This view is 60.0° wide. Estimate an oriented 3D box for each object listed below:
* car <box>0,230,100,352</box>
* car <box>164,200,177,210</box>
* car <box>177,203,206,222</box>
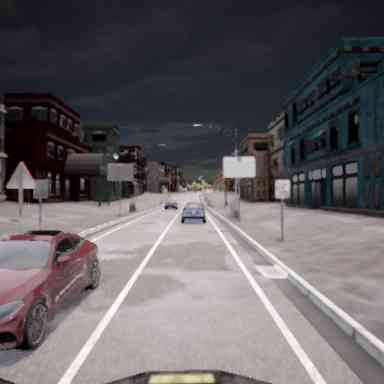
[{"bbox_3d":[-3.095,1.509,6.296,1.812,1.442,4.674,0,0,0],"label":"car"},{"bbox_3d":[-3.036,1.868,49.031,2.033,1.411,5.357,0,-1,0],"label":"car"},{"bbox_3d":[0.123,1.551,25.929,2.033,1.411,5.357,0,-1,0],"label":"car"}]
